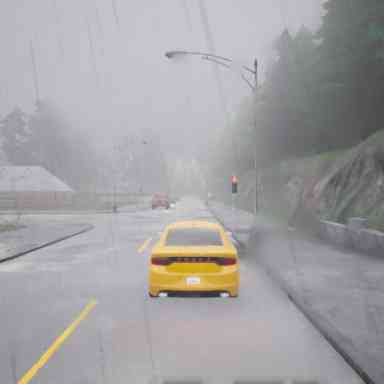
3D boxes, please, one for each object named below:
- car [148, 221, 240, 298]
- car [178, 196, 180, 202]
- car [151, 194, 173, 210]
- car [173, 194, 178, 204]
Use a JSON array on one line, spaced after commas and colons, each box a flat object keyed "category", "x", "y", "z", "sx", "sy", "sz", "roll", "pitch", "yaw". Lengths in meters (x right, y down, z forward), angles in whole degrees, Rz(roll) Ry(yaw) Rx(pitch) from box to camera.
[{"category": "car", "x": 0.056, "y": 1.478, "z": 8.569, "sx": 1.882, "sy": 1.535, "sz": 5.008, "roll": 0, "pitch": 0, "yaw": 1}, {"category": "car", "x": -3.970, "y": 1.337, "z": 76.534, "sx": 2.097, "sy": 1.767, "sz": 4.553, "roll": 0, "pitch": 0, "yaw": 0}, {"category": "car", "x": -4.076, "y": 1.222, "z": 43.971, "sx": 2.150, "sy": 2.045, "sz": 5.566, "roll": 0, "pitch": 0, "yaw": 0}, {"category": "car", "x": -4.046, "y": 1.564, "z": 60.820, "sx": 1.994, "sy": 1.385, "sz": 4.181, "roll": 0, "pitch": 0, "yaw": 0}]
